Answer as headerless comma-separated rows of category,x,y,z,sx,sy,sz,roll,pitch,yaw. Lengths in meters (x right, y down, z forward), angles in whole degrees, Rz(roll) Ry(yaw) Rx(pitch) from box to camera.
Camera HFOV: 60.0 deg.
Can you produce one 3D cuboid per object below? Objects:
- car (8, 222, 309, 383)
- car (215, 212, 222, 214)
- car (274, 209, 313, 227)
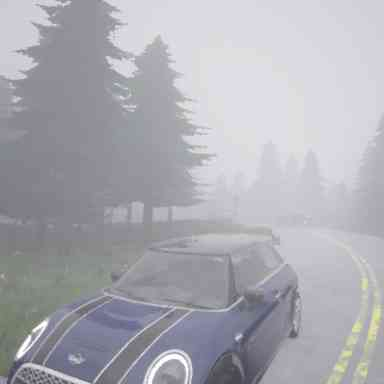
car,0.040,1.468,4.523,2.097,1.767,4.553,-1,-2,29
car,3.700,3.269,42.003,1.812,1.442,4.674,6,-8,-32
car,8.847,2.288,29.373,1.837,1.490,4.892,3,-3,-8
